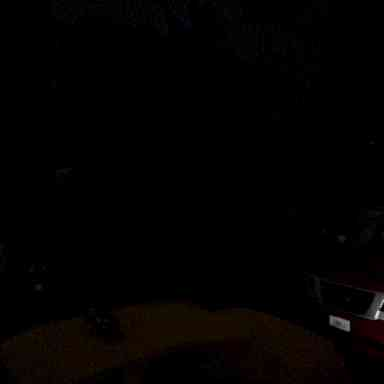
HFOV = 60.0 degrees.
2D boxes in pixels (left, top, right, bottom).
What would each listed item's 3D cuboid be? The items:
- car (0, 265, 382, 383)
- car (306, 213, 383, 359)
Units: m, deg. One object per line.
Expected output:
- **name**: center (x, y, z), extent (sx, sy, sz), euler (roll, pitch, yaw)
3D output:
- **car**: center (-0.844, 1.523, 2.205), extent (4.829, 1.417, 1.752), euler (0, 0, -35)
- **car**: center (3.864, 1.286, 5.562), extent (5.009, 1.841, 2.192), euler (0, 0, -35)
